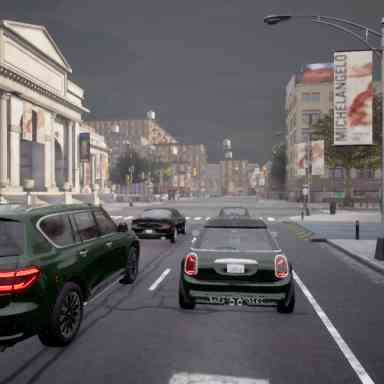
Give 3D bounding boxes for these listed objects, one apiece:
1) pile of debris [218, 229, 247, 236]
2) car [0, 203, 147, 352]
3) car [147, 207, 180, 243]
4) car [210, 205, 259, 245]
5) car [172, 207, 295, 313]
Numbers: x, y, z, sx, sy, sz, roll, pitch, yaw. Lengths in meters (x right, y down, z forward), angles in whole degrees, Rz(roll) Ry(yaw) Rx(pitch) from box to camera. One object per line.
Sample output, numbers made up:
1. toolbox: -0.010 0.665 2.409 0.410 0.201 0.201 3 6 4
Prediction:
1. pile of debris: 2.192 2.175 17.989 1.500 0.140 1.860 0 0 8
2. car: -2.671 1.221 6.533 2.150 2.045 5.566 0 0 6
3. car: -1.459 1.478 16.207 1.882 1.535 5.008 0 0 7
4. car: 2.136 1.489 16.752 2.128 1.511 4.902 0 0 7
5. car: 1.009 1.352 7.903 2.097 1.767 4.553 0 0 7
